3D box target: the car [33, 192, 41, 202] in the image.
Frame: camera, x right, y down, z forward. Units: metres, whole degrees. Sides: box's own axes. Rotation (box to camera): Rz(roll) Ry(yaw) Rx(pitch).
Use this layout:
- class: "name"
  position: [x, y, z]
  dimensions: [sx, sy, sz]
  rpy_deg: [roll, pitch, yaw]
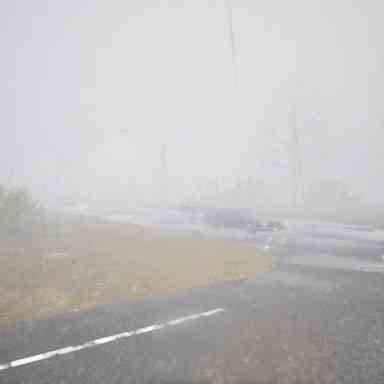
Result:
- class: "car"
  position: [-33.041, 0.957, 69.687]
  dimensions: [2.150, 2.045, 5.566]
  rpy_deg: [0, 0, -30]

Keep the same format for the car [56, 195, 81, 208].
- class: "car"
  position: [-17.924, 1.407, 47.225]
  dimensions: [1.837, 1.490, 4.892]
  rpy_deg: [0, 0, -37]

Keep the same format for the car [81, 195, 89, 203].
- class: "car"
  position: [-21.217, 1.321, 63.127]
  dimensions: [1.882, 1.535, 5.008]
  rpy_deg: [0, 0, -37]

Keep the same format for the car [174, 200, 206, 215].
- class: "car"
  position: [0.213, 1.581, 34.911]
  dimensions: [2.033, 1.411, 5.357]
  rpy_deg: [0, 0, -37]

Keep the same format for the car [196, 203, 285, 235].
- class: "car"
  position: [2.858, 1.608, 19.834]
  dimensions: [2.033, 1.411, 5.357]
  rpy_deg: [0, 0, -37]
